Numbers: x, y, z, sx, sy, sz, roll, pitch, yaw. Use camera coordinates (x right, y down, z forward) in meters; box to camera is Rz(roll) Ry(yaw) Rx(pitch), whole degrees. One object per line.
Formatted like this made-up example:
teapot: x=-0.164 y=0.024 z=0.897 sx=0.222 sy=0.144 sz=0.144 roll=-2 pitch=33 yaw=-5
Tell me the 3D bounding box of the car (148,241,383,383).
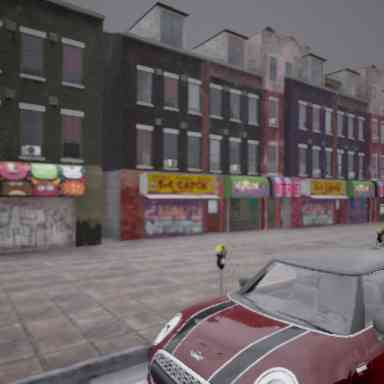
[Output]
car: x=1.519 y=1.472 z=3.906 sx=4.097 sy=1.590 sz=1.967 roll=1 pitch=0 yaw=-35
